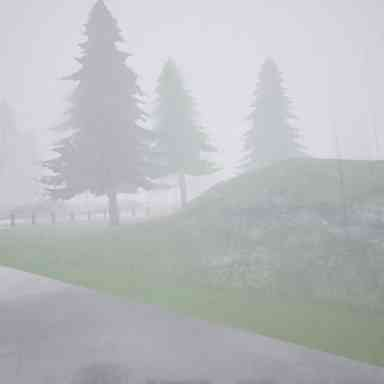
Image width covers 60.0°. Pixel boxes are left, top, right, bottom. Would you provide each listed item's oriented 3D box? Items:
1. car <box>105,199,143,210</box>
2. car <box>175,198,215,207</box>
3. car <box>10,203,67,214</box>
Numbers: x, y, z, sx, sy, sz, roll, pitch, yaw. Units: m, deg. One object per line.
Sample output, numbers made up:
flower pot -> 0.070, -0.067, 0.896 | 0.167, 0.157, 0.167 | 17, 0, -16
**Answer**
car -> -7.571, 1.466, 37.357 | 4.181, 1.385, 1.994 | 0, 0, -40
car -> 0.484, 1.462, 43.639 | 5.357, 1.411, 2.033 | 0, 0, -35
car -> -14.201, 1.386, 31.023 | 2.128, 1.511, 4.902 | 0, 0, 44
